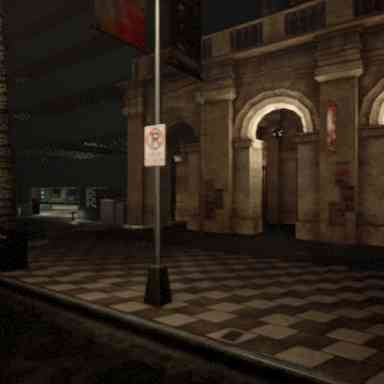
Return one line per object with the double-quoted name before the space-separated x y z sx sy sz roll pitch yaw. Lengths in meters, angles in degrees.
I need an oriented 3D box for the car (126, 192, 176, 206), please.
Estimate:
"car" -3.249 0.992 28.079 5.566 2.045 2.435 0 0 36
